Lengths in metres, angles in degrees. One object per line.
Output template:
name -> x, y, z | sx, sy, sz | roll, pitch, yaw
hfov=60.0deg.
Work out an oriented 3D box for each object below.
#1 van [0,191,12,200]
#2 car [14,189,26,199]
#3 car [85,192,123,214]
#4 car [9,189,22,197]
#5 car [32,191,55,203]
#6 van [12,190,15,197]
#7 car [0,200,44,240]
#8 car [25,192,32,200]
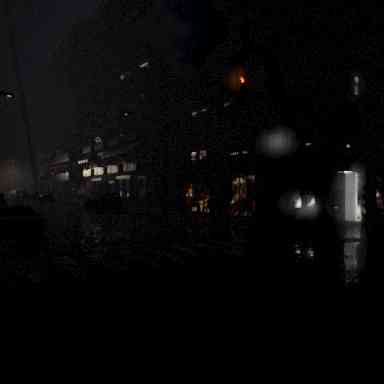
van -> -14.563, 0.879, 24.255 | 1.690, 1.788, 3.998 | 2, 0, -36
car -> -30.978, 0.523, 61.444 | 1.752, 1.417, 4.829 | 2, 0, -36
car -> -7.763, 0.930, 29.152 | 2.192, 1.841, 5.009 | 2, 0, -36
car -> -37.479, 0.265, 70.492 | 1.967, 1.590, 4.097 | 2, 0, -36
car -> -20.972, 0.704, 47.526 | 1.967, 1.590, 4.097 | 2, 0, -36
van -> -34.175, 0.254, 65.899 | 1.690, 1.788, 3.998 | 2, 0, -36
car -> -7.967, 1.258, 15.069 | 1.887, 1.381, 4.507 | 2, 0, -36
car -> -24.277, 0.742, 52.118 | 1.947, 1.339, 4.313 | 2, 0, -36
